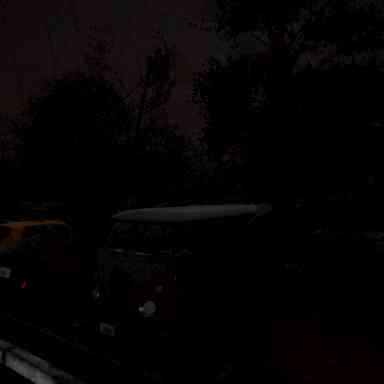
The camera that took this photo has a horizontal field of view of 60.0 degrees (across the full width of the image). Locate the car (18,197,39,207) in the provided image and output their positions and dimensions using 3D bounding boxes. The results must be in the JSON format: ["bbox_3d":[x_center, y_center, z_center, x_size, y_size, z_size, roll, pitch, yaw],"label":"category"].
[{"bbox_3d":[-13.043,1.541,31.460,1.946,1.575,5.366,0,0,35],"label":"car"}]

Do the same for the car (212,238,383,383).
[{"bbox_3d":[2.494,1.503,4.687,2.163,1.488,4.792,0,0,35],"label":"car"}]

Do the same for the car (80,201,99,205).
[{"bbox_3d":[-6.091,1.539,26.818,2.163,1.488,4.792,0,0,35],"label":"car"}]

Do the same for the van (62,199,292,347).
[{"bbox_3d":[0.153,1.250,6.231,1.878,1.987,4.442,0,0,35],"label":"van"}]

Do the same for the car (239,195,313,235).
[{"bbox_3d":[5.153,1.228,18.818,2.435,2.045,5.566,0,0,35],"label":"car"}]

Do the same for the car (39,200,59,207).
[{"bbox_3d":[-10.663,1.532,30.000,2.097,1.535,5.008,0,0,35],"label":"car"}]

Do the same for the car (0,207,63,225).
[{"bbox_3d":[-6.653,1.484,11.167,2.097,1.535,5.008,0,0,35],"label":"car"}]

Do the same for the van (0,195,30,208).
[{"bbox_3d":[-19.697,1.352,36.527,1.878,1.987,4.442,0,0,35],"label":"van"}]

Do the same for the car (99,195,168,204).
[{"bbox_3d":[-3.850,1.249,25.168,2.435,2.045,5.566,0,0,35],"label":"car"}]

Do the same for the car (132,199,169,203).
[{"bbox_3d":[-1.559,1.493,23.580,2.097,1.535,5.008,0,0,35],"label":"car"}]

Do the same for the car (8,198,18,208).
[{"bbox_3d":[-15.213,1.595,33.215,2.002,1.452,4.674,0,0,35],"label":"car"}]

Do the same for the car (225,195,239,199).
[{"bbox_3d":[2.977,1.231,20.351,2.435,2.045,5.566,0,0,35],"label":"car"}]

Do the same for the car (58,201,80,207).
[{"bbox_3d":[-8.401,1.551,28.376,2.163,1.488,4.792,0,0,35],"label":"car"}]

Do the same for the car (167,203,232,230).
[{"bbox_3d":[0.617,1.526,22.049,2.002,1.452,4.674,0,0,35],"label":"car"}]

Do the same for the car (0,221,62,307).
[{"bbox_3d":[-2.054,1.508,7.966,2.163,1.488,4.792,0,0,35],"label":"car"}]
